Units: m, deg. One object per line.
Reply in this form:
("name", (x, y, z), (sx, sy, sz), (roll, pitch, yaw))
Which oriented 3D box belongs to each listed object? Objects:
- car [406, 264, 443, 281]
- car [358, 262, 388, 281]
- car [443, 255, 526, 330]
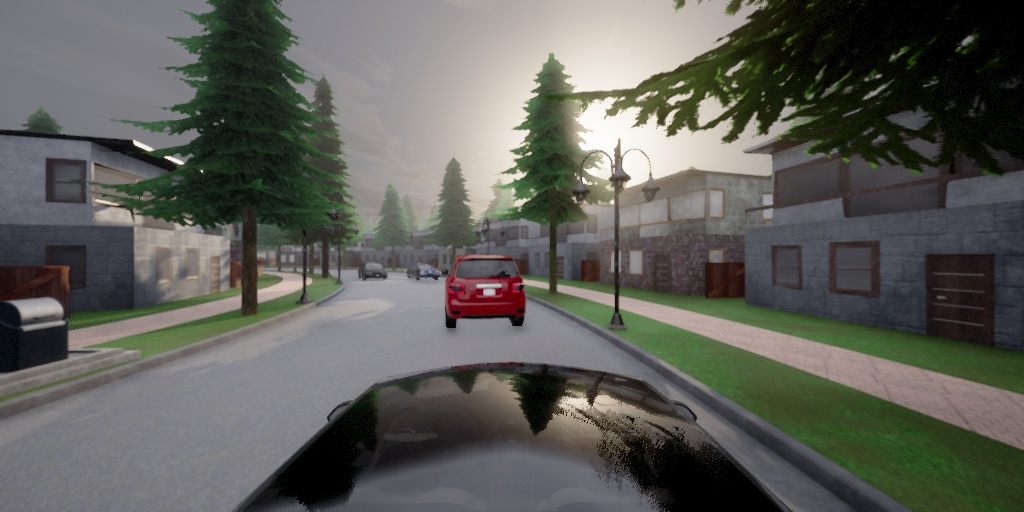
("car", (-7.822, 1.359, 31.181), (2.033, 1.411, 5.357), (0, 0, -28))
("car", (-12.102, 1.320, 31.097), (1.837, 1.490, 4.892), (1, 0, -31))
("car", (-1.040, 0.991, 11.500), (2.150, 2.045, 5.566), (0, 0, -10))
